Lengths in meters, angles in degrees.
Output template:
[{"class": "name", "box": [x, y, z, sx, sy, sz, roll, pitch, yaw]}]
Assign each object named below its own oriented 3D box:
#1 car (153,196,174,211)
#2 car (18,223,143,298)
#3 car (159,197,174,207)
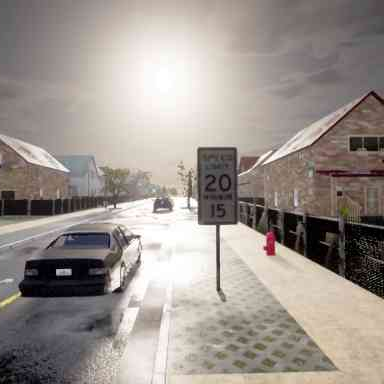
[{"class": "car", "box": [-3.371, 1.277, 39.193, 2.097, 1.767, 4.553, 0, 0, -1]}, {"class": "car", "box": [-2.464, 1.530, 8.693, 2.033, 1.411, 5.357, 0, 0, -2]}, {"class": "car", "box": [-3.736, 1.492, 49.442, 1.994, 1.385, 4.181, 0, 0, -2]}]
